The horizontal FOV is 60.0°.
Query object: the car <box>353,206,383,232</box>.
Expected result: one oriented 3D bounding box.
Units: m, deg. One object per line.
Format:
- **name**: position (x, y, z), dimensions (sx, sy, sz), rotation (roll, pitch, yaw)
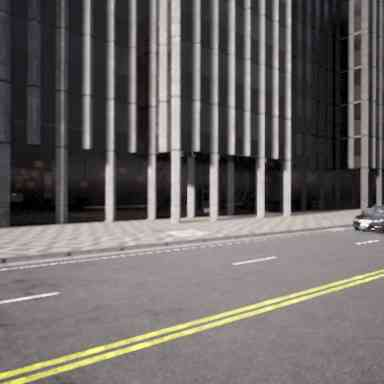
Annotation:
- **car**: position (11.596, 1.581, 19.937), dimensions (4.902, 1.511, 2.128), rotation (0, 0, -35)
